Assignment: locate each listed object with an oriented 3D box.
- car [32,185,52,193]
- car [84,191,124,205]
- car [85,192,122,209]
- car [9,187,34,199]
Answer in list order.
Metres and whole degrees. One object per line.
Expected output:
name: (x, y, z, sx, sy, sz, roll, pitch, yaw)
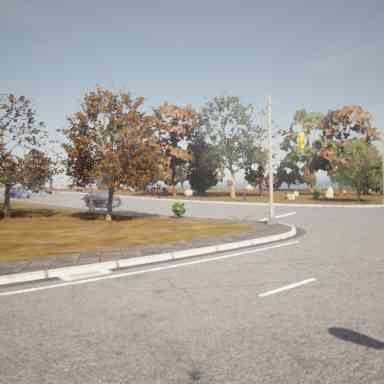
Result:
car: (-23.615, -0.303, 51.875, 4.892, 1.490, 1.837, 3, 4, 38)
car: (-11.120, 0.736, 41.754, 5.357, 1.411, 2.033, 3, 3, 39)
car: (-9.784, 0.964, 36.194, 4.674, 1.442, 1.812, 2, 3, 39)
car: (-25.719, 0.186, 49.092, 4.674, 1.442, 1.812, 3, 4, 39)
